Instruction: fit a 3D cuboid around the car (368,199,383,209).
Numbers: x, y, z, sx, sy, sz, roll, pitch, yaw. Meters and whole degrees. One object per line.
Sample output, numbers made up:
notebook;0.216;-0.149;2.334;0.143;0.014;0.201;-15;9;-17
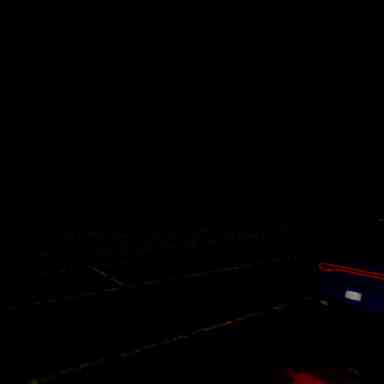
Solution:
car;11.275;1.314;18.559;5.009;1.841;2.192;0;0;-35

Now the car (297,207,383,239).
car;6.687;1.565;15.285;4.313;1.339;1.947;0;0;-35

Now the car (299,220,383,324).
car;4.559;1.477;6.687;5.008;1.535;1.882;0;0;-36
